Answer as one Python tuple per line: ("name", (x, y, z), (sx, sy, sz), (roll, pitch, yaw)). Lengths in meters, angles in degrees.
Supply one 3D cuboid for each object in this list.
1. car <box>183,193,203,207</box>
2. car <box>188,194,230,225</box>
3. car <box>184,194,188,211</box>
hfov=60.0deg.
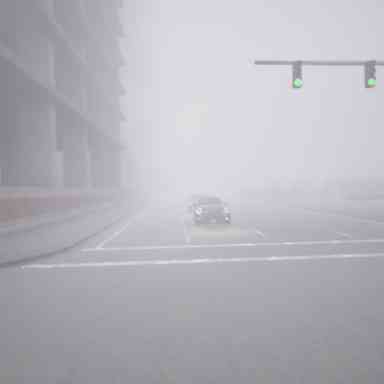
("car", (0.061, 0.981, 41.361), (2.128, 1.511, 4.902), (-1, 1, -3))
("car", (1.093, 1.053, 21.025), (2.097, 1.767, 4.553), (-1, 1, -3))
("car", (0.588, 0.949, 30.965), (2.097, 1.767, 4.553), (-1, 1, -3))
